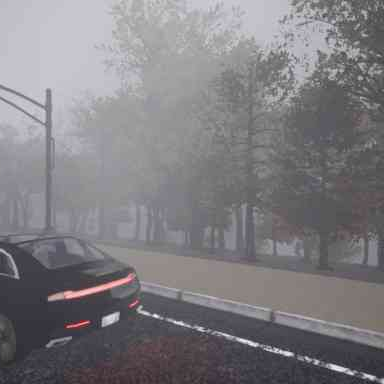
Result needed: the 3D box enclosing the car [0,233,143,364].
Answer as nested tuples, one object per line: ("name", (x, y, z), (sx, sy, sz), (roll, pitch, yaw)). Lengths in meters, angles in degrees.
("car", (-3.061, 1.491, 5.868), (4.902, 1.511, 2.128), (0, 0, 36))
